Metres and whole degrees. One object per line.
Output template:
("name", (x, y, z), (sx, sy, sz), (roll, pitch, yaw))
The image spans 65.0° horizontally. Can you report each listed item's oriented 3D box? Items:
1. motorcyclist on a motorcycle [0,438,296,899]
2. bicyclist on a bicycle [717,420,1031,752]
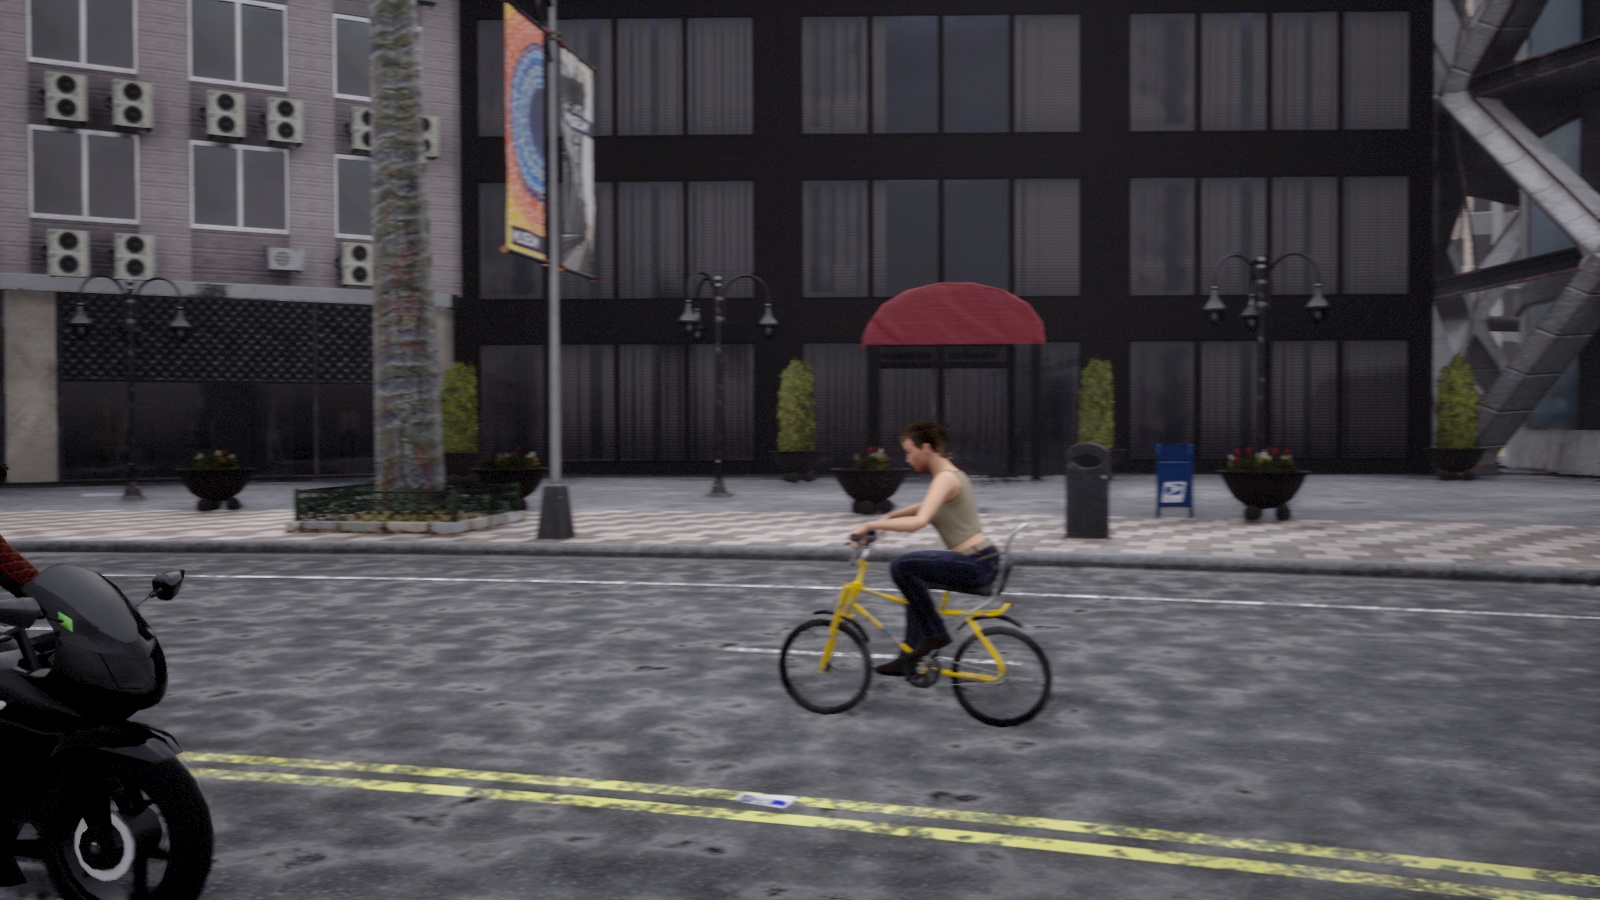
("motorcyclist on a motorcycle", (-2.778, 0.729, 4.034), (2.044, 1.523, 0.797), (0, 2, 12))
("bicyclist on a bicycle", (0.420, 0.647, 6.739), (1.509, 1.612, 0.866), (0, 2, 18))
